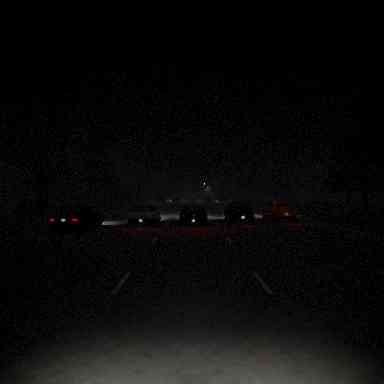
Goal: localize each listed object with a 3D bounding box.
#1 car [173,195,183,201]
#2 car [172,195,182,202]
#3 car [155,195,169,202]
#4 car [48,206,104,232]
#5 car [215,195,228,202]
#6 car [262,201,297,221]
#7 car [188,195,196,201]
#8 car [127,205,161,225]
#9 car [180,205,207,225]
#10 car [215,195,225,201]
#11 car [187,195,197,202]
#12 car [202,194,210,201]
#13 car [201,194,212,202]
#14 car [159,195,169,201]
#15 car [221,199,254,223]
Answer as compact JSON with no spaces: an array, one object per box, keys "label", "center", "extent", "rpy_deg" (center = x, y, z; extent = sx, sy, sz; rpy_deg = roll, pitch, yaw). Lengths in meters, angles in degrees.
[{"label":"car","center":[-3.517,1.405,83.531],"extent":[2.128,1.511,4.902],"rpy_deg":[0,0,0]},{"label":"car","center":[-3.516,1.632,74.391],"extent":[1.895,1.301,4.718],"rpy_deg":[0,0,0]},{"label":"car","center":[-7.016,1.393,75.130],"extent":[2.097,1.767,4.553],"rpy_deg":[0,0,0]},{"label":"car","center":[-6.904,1.559,20.343],"extent":[2.033,1.411,5.357],"rpy_deg":[0,0,0]},{"label":"car","center":[6.984,1.576,74.363],"extent":[2.033,1.411,5.357],"rpy_deg":[0,0,0]},{"label":"car","center":[7.095,1.493,27.381],"extent":[1.882,1.535,5.008],"rpy_deg":[0,0,0]},{"label":"car","center":[-0.017,1.475,83.562],"extent":[1.895,1.301,4.718],"rpy_deg":[0,0,0]},{"label":"car","center":[-3.406,1.615,24.328],"extent":[1.895,1.301,4.718],"rpy_deg":[0,0,0]},{"label":"car","center":[0.095,1.615,24.329],"extent":[1.895,1.301,4.718],"rpy_deg":[0,0,0]},{"label":"car","center":[6.983,1.432,83.533],"extent":[1.994,1.385,4.181],"rpy_deg":[0,0,0]},{"label":"car","center":[-0.016,1.562,74.778],"extent":[1.812,1.442,4.674],"rpy_deg":[0,0,0]},{"label":"car","center":[3.483,1.380,83.532],"extent":[1.837,1.490,4.892],"rpy_deg":[0,0,0]},{"label":"car","center":[3.484,1.632,74.392],"extent":[1.895,1.301,4.718],"rpy_deg":[0,0,0]},{"label":"car","center":[-7.017,1.432,83.530],"extent":[1.994,1.385,4.181],"rpy_deg":[0,0,0]},{"label":"car","center":[3.593,1.520,25.847],"extent":[1.837,1.490,4.892],"rpy_deg":[0,0,0]}]
